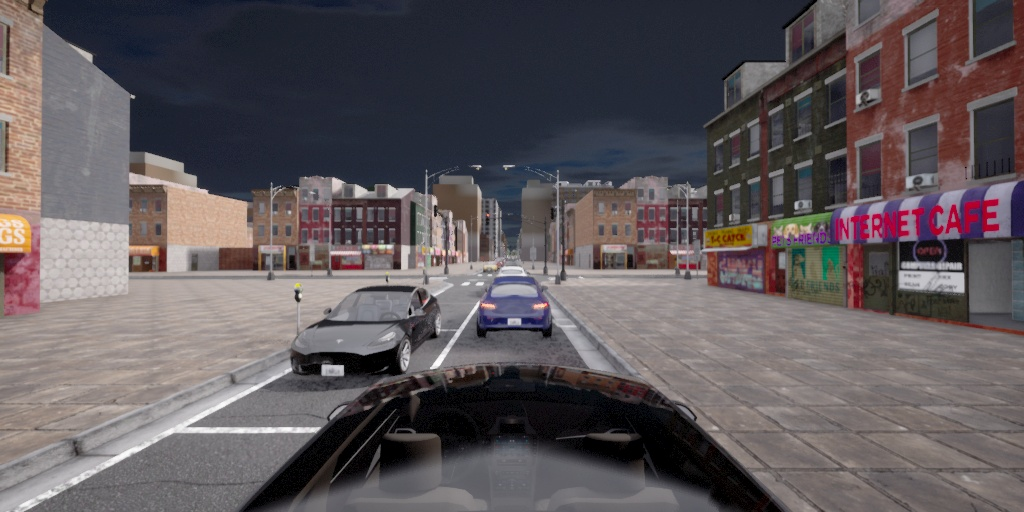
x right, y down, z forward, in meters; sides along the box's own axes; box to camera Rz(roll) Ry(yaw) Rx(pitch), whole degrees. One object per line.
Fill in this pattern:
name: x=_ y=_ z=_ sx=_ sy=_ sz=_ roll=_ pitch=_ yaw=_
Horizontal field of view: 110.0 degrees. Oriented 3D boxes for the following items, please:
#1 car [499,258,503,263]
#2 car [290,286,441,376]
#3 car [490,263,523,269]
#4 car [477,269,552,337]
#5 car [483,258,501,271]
car: x=-2.717 y=1.335 z=50.833 sx=1.888 sy=1.381 sz=4.507 roll=0 pitch=0 yaw=0
car: x=-2.647 y=1.314 z=7.460 sx=1.948 sy=1.339 sz=4.313 roll=0 pitch=0 yaw=0
car: x=-0.010 y=1.277 z=19.275 sx=1.812 sy=1.442 sz=4.674 roll=0 pitch=0 yaw=0
car: x=0.065 y=1.275 z=10.141 sx=1.812 sy=1.442 sz=4.674 roll=0 pitch=0 yaw=0
car: x=-2.707 y=1.305 z=45.058 sx=1.751 sy=1.417 sz=4.829 roll=0 pitch=0 yaw=0
